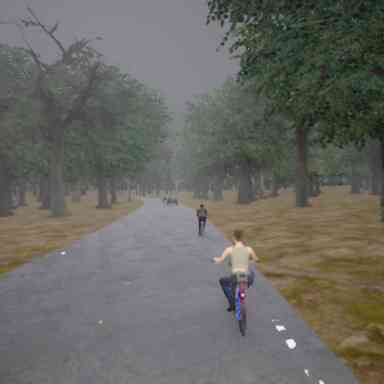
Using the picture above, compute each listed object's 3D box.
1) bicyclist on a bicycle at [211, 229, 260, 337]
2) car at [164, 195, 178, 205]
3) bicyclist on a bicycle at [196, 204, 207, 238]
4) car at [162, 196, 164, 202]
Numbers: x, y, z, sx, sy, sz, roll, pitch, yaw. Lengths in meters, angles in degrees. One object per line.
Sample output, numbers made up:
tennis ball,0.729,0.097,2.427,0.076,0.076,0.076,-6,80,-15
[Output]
bicyclist on a bicycle,0.772,1.428,5.653,0.866,1.612,1.509,0,0,-1
car,-3.576,1.448,59.094,1.837,1.490,4.892,0,0,-7
bicyclist on a bicycle,0.497,1.431,16.450,0.582,1.620,1.656,0,0,-2
car,-5.640,1.460,73.759,1.812,1.442,4.674,0,0,-9
